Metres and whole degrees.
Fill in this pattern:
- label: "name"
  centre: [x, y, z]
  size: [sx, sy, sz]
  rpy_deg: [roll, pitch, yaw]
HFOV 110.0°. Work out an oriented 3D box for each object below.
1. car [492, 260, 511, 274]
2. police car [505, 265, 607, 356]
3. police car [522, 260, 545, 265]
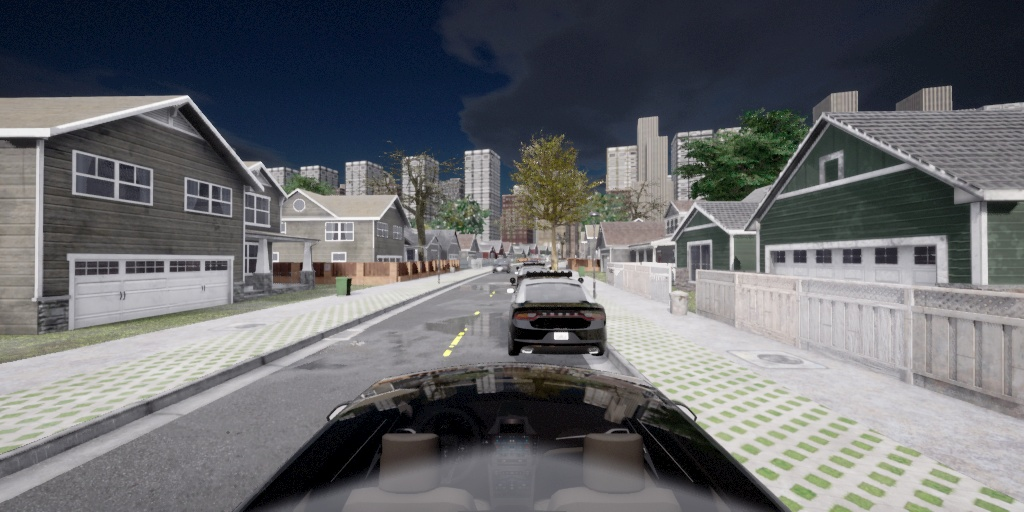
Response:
- label: "car"
  centre: [-1.140, 1.270, 41.077]
  size: [2.128, 1.511, 4.902]
  rpy_deg: [0, 0, 5]
- label: "police car"
  centre: [0.891, 1.177, 8.762]
  size: [1.930, 1.638, 5.238]
  rpy_deg: [0, 0, 1]
- label: "police car"
  centre: [1.166, 1.182, 18.715]
  size: [1.930, 1.638, 5.238]
  rpy_deg: [0, 0, 2]
